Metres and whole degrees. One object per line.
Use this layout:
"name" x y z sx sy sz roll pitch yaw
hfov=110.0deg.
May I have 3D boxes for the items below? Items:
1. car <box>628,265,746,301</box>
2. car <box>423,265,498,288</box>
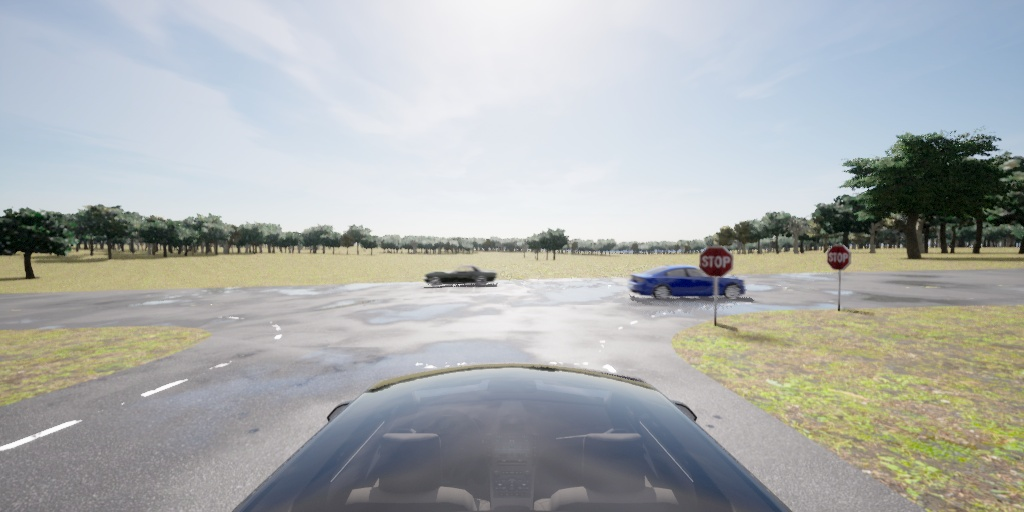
"car" 7.883 1.151 16.348 5.008 1.535 1.882 -1 2 0
"car" -3.289 1.269 23.341 4.718 1.301 1.895 -1 1 0
